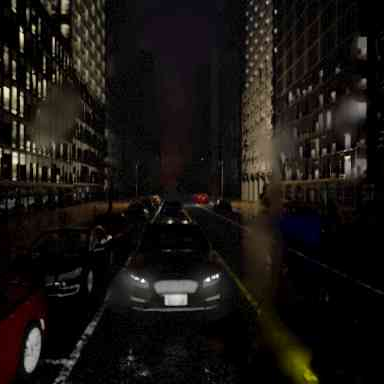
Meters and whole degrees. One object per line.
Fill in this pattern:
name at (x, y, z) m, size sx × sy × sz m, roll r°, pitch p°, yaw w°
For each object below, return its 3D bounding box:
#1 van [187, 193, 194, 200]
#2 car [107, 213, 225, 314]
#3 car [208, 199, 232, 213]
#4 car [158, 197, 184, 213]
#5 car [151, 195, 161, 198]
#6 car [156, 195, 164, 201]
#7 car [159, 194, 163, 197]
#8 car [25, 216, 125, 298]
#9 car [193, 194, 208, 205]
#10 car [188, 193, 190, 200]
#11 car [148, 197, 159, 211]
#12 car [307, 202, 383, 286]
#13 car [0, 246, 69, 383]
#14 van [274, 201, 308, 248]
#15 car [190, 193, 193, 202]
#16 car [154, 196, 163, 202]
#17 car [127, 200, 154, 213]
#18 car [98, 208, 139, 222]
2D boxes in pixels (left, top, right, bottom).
van at (-0.462, 1.296, 93.984) m, size 1.690 × 1.788 × 3.998 m, roll -1°, pitch 0°, yaw -4°
car at (-0.430, 1.488, 7.858) m, size 2.128 × 1.511 × 4.902 m, roll 0°, pitch 0°, yaw -4°
car at (3.378, 1.536, 37.277) m, size 2.008 × 1.369 × 4.403 m, roll -1°, pitch 0°, yaw -4°
car at (-1.765, 1.465, 29.111) m, size 1.882 × 1.535 × 5.008 m, roll 0°, pitch 0°, yaw -4°
car at (-5.751, 1.560, 48.053) m, size 1.802 × 1.307 × 4.206 m, roll -1°, pitch 0°, yaw -4°
car at (-8.438, 1.507, 87.748) m, size 2.008 × 1.369 × 4.403 m, roll -1°, pitch 0°, yaw -4°
car at (-6.136, 1.416, 53.723) m, size 1.967 × 1.590 × 4.097 m, roll -1°, pitch 0°, yaw -4°
car at (-3.066, 1.547, 8.358) m, size 2.008 × 1.369 × 4.403 m, roll -1°, pitch 0°, yaw -4°
car at (1.840, 1.290, 59.960) m, size 2.192 × 1.841 × 5.009 m, roll -1°, pitch 0°, yaw -4°
car at (0.691, 1.405, 76.972) m, size 1.967 × 1.590 × 4.097 m, roll -1°, pitch 0°, yaw -4°
car at (-4.984, 1.534, 36.711) m, size 2.008 × 1.369 × 4.403 m, roll -1°, pitch 0°, yaw -4°
car at (5.294, 1.313, 8.924) m, size 2.192 × 1.841 × 5.009 m, roll -1°, pitch 0°, yaw -4°
car at (-2.682, 1.543, 2.688) m, size 1.887 × 1.381 × 4.507 m, roll -1°, pitch 0°, yaw -4°
van at (4.910, 1.337, 14.595) m, size 1.690 × 1.788 × 3.998 m, roll -1°, pitch 0°, yaw -4°
car at (1.456, 1.287, 65.631) m, size 2.192 × 1.841 × 5.009 m, roll -1°, pitch 0°, yaw -4°
car at (-7.670, 1.529, 76.407) m, size 1.947 × 1.339 × 4.313 m, roll -1°, pitch 0°, yaw -4°
car at (-4.217, 1.540, 25.370) m, size 2.008 × 1.369 × 4.403 m, roll -1°, pitch 0°, yaw -4°
car at (-3.449, 1.576, 14.029) m, size 1.802 × 1.307 × 4.206 m, roll -1°, pitch 0°, yaw -4°
